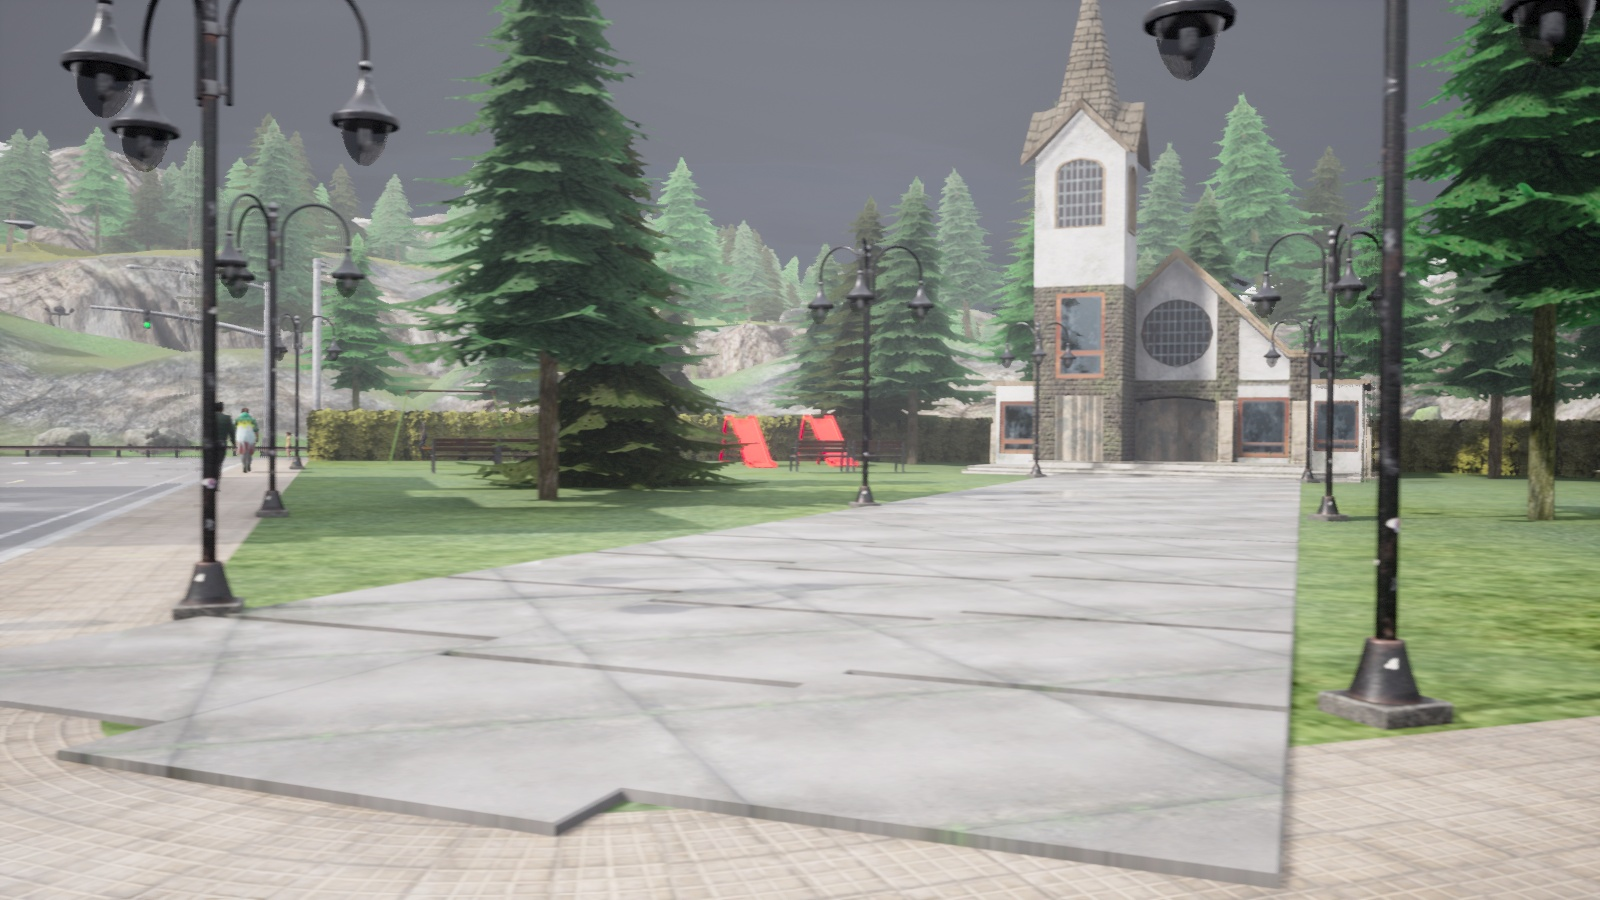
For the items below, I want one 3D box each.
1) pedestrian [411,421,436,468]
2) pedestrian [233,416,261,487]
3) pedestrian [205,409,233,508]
[{"bbox_3d":[-14.626,-0.205,48.777,0.869,1.805,0.328,-1,1,-20],"label":"pedestrian"},{"bbox_3d":[-15.467,0.040,35.158,0.659,1.952,0.873,-1,1,-22],"label":"pedestrian"},{"bbox_3d":[-11.582,0.163,25.029,0.423,1.949,0.788,-1,1,-21],"label":"pedestrian"}]
